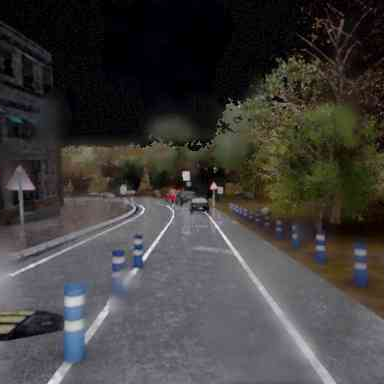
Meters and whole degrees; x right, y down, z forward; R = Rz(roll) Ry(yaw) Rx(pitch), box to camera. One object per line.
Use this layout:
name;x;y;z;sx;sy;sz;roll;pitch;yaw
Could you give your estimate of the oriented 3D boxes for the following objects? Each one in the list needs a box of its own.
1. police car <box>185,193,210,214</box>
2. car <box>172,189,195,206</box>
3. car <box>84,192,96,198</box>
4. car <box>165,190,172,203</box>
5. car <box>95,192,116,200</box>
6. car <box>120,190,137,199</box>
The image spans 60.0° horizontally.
police car;0.657;1.286;34.711;1.930;1.638;5.238;0;2;-4
car;-0.830;0.775;44.922;2.150;2.045;5.566;-1;2;-13
car;-24.093;0.744;80.493;4.718;1.301;1.895;-2;4;37
car;-2.509;0.609;50.963;2.150;2.045;5.566;-2;2;-18
car;-17.643;0.814;69.598;2.128;1.511;4.902;-5;3;-39
car;-13.295;0.375;69.358;2.097;1.767;4.553;-5;3;-39
